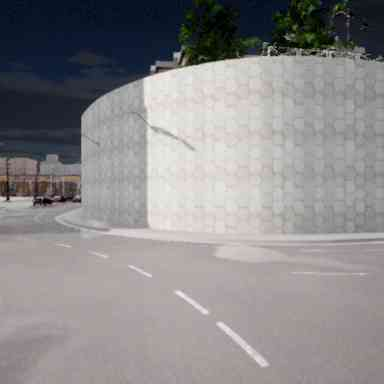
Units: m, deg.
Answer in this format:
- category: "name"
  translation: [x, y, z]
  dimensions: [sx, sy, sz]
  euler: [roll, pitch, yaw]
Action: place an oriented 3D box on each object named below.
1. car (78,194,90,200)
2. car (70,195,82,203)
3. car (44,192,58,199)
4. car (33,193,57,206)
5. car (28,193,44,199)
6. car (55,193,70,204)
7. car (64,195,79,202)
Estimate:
- category: "car"
  translation: [-28.624, 1.226, 88.083]
  dimensions: [2.033, 1.411, 5.357]
  euler: [0, 0, -8]
- category: "car"
  translation: [-21.874, 1.506, 64.671]
  dimensions: [1.895, 1.301, 4.718]
  euler: [0, 0, -8]
- category: "car"
  translation: [-34.883, 0.868, 82.205]
  dimensions: [2.097, 1.767, 4.553]
  euler: [0, 0, -8]
- category: "car"
  translation: [-23.830, 1.428, 53.196]
  dimensions: [2.128, 1.511, 4.902]
  euler: [0, 0, -8]
- category: "car"
  translation: [-38.346, 1.062, 81.700]
  dimensions: [2.033, 1.411, 5.357]
  euler: [0, 0, -8]
- category: "car"
  translation: [-25.224, 1.442, 63.339]
  dimensions: [1.812, 1.442, 4.674]
  euler: [0, 0, -8]
- category: "car"
  translation: [-26.585, 1.364, 73.247]
  dimensions: [2.128, 1.511, 4.902]
  euler: [0, 0, -8]
